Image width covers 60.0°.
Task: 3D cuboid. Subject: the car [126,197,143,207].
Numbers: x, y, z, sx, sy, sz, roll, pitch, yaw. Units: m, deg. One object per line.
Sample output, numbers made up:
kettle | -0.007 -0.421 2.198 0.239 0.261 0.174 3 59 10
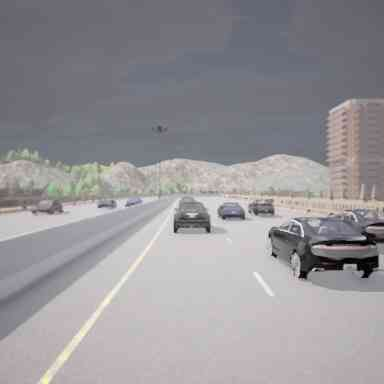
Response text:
car | -7.910 1.479 46.026 1.882 1.535 5.008 0 0 -1

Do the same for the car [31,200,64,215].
car | -14.572 1.527 33.753 1.812 1.442 4.674 0 0 -2

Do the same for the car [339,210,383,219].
car | 7.057 1.492 14.224 2.128 1.511 4.902 0 0 -1

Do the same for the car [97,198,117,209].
car | -11.378 1.566 44.886 1.994 1.385 4.181 0 0 -1

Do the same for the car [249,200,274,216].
car | 6.656 1.493 32.470 2.128 1.511 4.902 0 0 -2

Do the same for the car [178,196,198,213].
car | -0.513 1.353 38.311 2.097 1.767 4.553 0 0 -2

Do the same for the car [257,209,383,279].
car | 3.587 1.492 9.997 2.128 1.511 4.902 0 0 0

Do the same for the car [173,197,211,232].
car | -0.041 1.353 20.344 2.097 1.767 4.553 0 0 -1

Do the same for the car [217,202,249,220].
car | 3.267 1.565 28.363 1.994 1.385 4.181 0 0 -1
